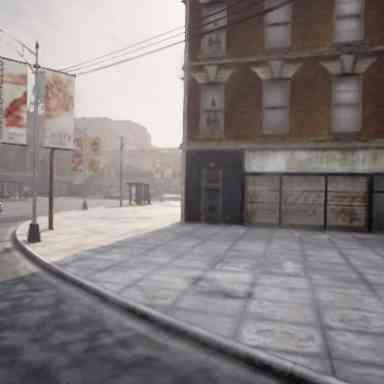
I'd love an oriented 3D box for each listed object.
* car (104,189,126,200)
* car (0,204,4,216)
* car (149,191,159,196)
[{"bbox_3d":[-13.711,0.694,60.932,1.994,1.385,4.181,1,1,16],"label":"car"},{"bbox_3d":[-14.324,1.044,22.305,1.994,1.385,4.181,1,1,-10],"label":"car"},{"bbox_3d":[-11.574,0.475,91.706,1.895,1.301,4.718,1,1,16],"label":"car"}]
